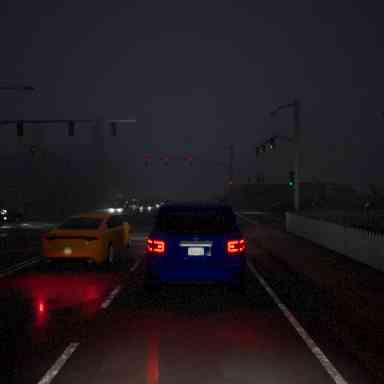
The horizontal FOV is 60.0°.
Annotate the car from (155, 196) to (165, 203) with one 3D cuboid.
[{"bbox_3d":[-6.822,1.524,71.685,1.812,1.442,4.674,0,0,0],"label":"car"}]

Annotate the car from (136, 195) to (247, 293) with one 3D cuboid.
[{"bbox_3d":[0.085,1.221,8.996,2.150,2.045,5.566,0,0,0],"label":"car"}]

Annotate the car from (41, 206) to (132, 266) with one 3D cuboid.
[{"bbox_3d":[-3.395,1.478,11.619,1.882,1.535,5.008,0,0,0],"label":"car"}]

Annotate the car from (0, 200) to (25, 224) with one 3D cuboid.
[{"bbox_3d":[-14.455,1.352,24.022,4.553,1.767,2.097,0,0,15],"label":"car"}]

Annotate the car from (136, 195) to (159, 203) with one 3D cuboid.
[{"bbox_3d":[-6.966,1.547,52.205,2.033,1.411,5.357,0,0,0],"label":"car"}]

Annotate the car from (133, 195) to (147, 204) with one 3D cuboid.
[{"bbox_3d":[-10.354,1.478,66.688,1.882,1.535,5.008,0,0,1],"label":"car"}]

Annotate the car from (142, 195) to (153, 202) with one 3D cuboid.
[{"bbox_3d":[-10.309,1.524,76.943,1.812,1.442,4.674,0,0,0],"label":"car"}]

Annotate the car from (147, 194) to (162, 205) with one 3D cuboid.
[{"bbox_3d":[-6.911,1.352,61.686,2.097,1.767,4.553,0,0,0],"label":"car"}]

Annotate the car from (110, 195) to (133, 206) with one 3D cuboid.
[{"bbox_3d":[-10.477,1.492,48.207,2.128,1.511,4.902,0,0,0],"label":"car"}]

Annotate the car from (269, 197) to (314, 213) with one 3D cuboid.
[{"bbox_3d":[10.736,1.352,36.049,4.553,1.767,2.097,0,0,-1],"label":"car"}]

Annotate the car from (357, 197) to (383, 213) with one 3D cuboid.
[{"bbox_3d":[20.518,1.352,36.268,4.553,1.767,2.097,0,0,-1],"label":"car"}]

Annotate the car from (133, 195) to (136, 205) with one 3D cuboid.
[{"bbox_3d":[-10.436,1.352,57.419,2.097,1.767,4.553,0,0,0],"label":"car"}]

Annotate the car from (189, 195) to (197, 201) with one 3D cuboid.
[{"bbox_3d":[0.221,1.540,88.985,2.033,1.411,5.357,0,0,0],"label":"car"}]
